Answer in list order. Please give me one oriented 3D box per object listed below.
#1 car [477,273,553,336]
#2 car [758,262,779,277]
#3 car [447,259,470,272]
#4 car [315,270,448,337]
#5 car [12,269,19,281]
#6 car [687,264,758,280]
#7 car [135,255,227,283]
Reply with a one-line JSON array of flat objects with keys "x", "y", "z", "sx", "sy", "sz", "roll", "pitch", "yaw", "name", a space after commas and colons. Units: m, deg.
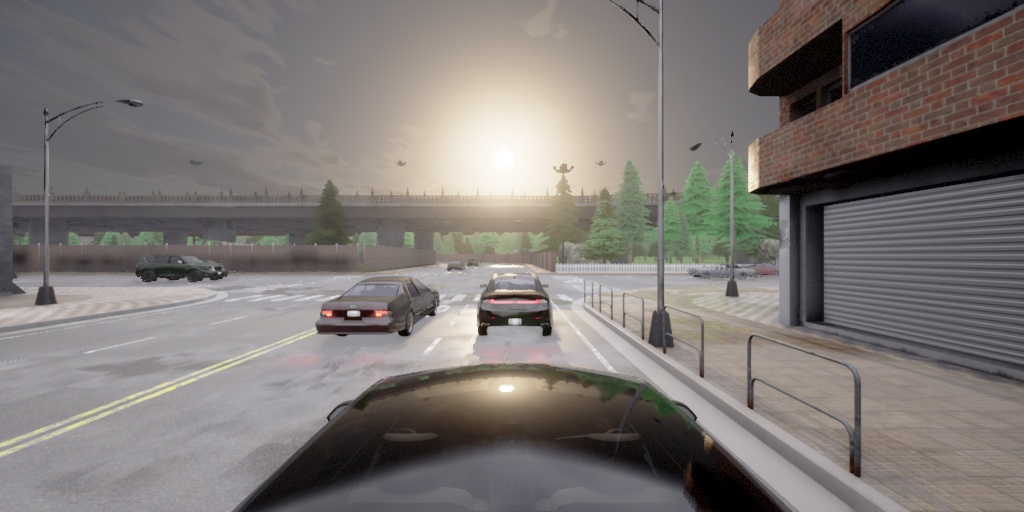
[{"x": 0.071, "y": 1.241, "z": 10.362, "sx": 2.128, "sy": 1.511, "sz": 4.902, "roll": 0, "pitch": 0, "yaw": 0, "name": "car"}, {"x": 23.114, "y": 1.255, "z": 32.824, "sx": 4.181, "sy": 1.385, "sz": 1.994, "roll": 0, "pitch": 0, "yaw": 13, "name": "car"}, {"x": -7.174, "y": 1.293, "z": 46.562, "sx": 2.033, "sy": 1.411, "sz": 5.357, "roll": 0, "pitch": 0, "yaw": 0, "name": "car"}, {"x": -3.431, "y": 1.297, "z": 10.280, "sx": 2.033, "sy": 1.411, "sz": 5.357, "roll": 0, "pitch": 0, "yaw": 0, "name": "car"}, {"x": -39.961, "y": 1.198, "z": 26.657, "sx": 4.892, "sy": 1.490, "sz": 1.837, "roll": 0, "pitch": 0, "yaw": 0, "name": "car"}, {"x": 17.561, "y": 1.292, "z": 30.287, "sx": 4.718, "sy": 1.301, "sz": 1.895, "roll": 0, "pitch": 0, "yaw": 4, "name": "car"}, {"x": -24.557, "y": 0.913, "z": 26.710, "sx": 5.566, "sy": 2.045, "sz": 2.150, "roll": 0, "pitch": 0, "yaw": 0, "name": "car"}]
